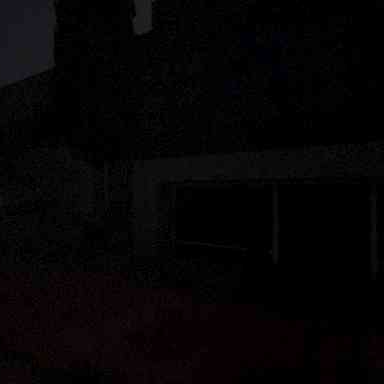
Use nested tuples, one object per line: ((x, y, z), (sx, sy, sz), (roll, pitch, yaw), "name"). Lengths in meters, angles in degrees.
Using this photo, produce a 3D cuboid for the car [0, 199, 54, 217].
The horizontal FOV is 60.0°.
((-15.706, 1.491, 31.587), (1.882, 1.535, 5.008), (0, 0, 36), "car")
